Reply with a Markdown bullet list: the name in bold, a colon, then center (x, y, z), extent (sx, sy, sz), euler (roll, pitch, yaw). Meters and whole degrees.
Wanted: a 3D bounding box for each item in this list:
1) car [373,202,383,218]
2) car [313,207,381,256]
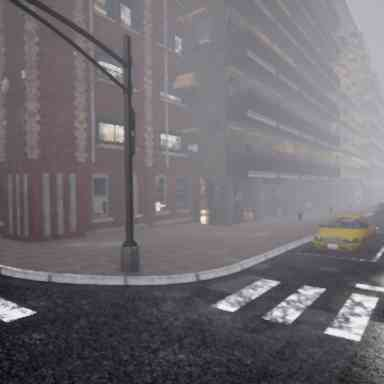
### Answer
- **car**: center (15.993, 1.496, 27.219), extent (1.887, 1.381, 4.507), euler (-1, -1, 35)
- **car**: center (6.115, 1.505, 13.182), extent (1.752, 1.417, 4.829), euler (-1, -1, 35)
